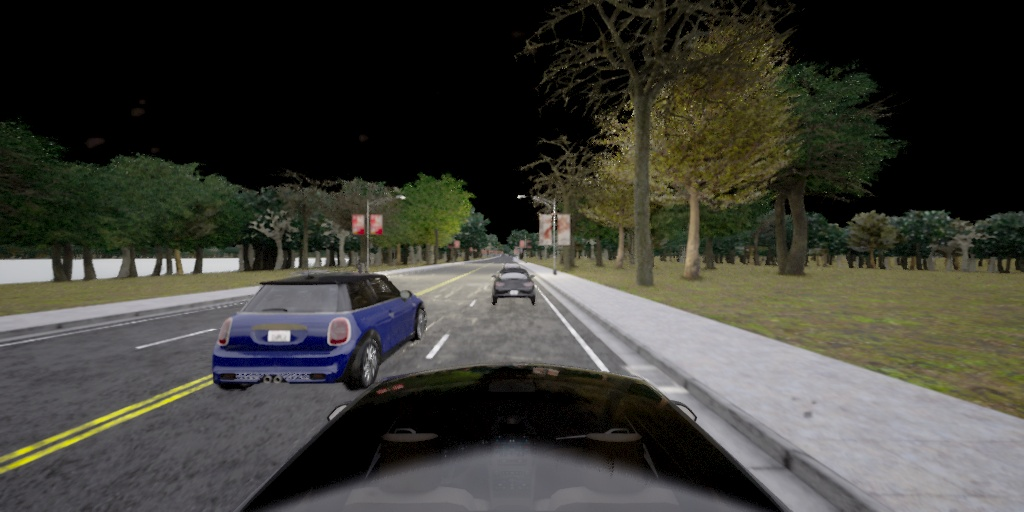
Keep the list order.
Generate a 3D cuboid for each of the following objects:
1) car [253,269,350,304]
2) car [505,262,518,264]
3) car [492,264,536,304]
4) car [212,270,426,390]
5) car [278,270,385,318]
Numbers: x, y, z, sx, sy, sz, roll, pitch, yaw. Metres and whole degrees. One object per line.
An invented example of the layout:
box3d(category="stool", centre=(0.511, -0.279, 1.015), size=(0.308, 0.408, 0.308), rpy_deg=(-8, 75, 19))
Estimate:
box3d(category="car", centre=(-9.863, 1.355, 17.340), size=(1.895, 1.301, 4.718), rpy_deg=(0, 0, 0))
box3d(category="car", centre=(-0.015, 1.311, 34.686), size=(2.033, 1.411, 5.357), rpy_deg=(0, 0, 0))
box3d(category="car", centre=(0.073, 1.279, 16.395), size=(1.812, 1.442, 4.674), rpy_deg=(0, 0, 0))
box3d(category="car", centre=(-3.158, 1.103, 6.986), size=(2.097, 1.767, 4.553), rpy_deg=(0, 0, 0))
box3d(category="car", centre=(-6.611, 1.316, 13.724), size=(1.994, 1.385, 4.181), rpy_deg=(0, 0, 0))
